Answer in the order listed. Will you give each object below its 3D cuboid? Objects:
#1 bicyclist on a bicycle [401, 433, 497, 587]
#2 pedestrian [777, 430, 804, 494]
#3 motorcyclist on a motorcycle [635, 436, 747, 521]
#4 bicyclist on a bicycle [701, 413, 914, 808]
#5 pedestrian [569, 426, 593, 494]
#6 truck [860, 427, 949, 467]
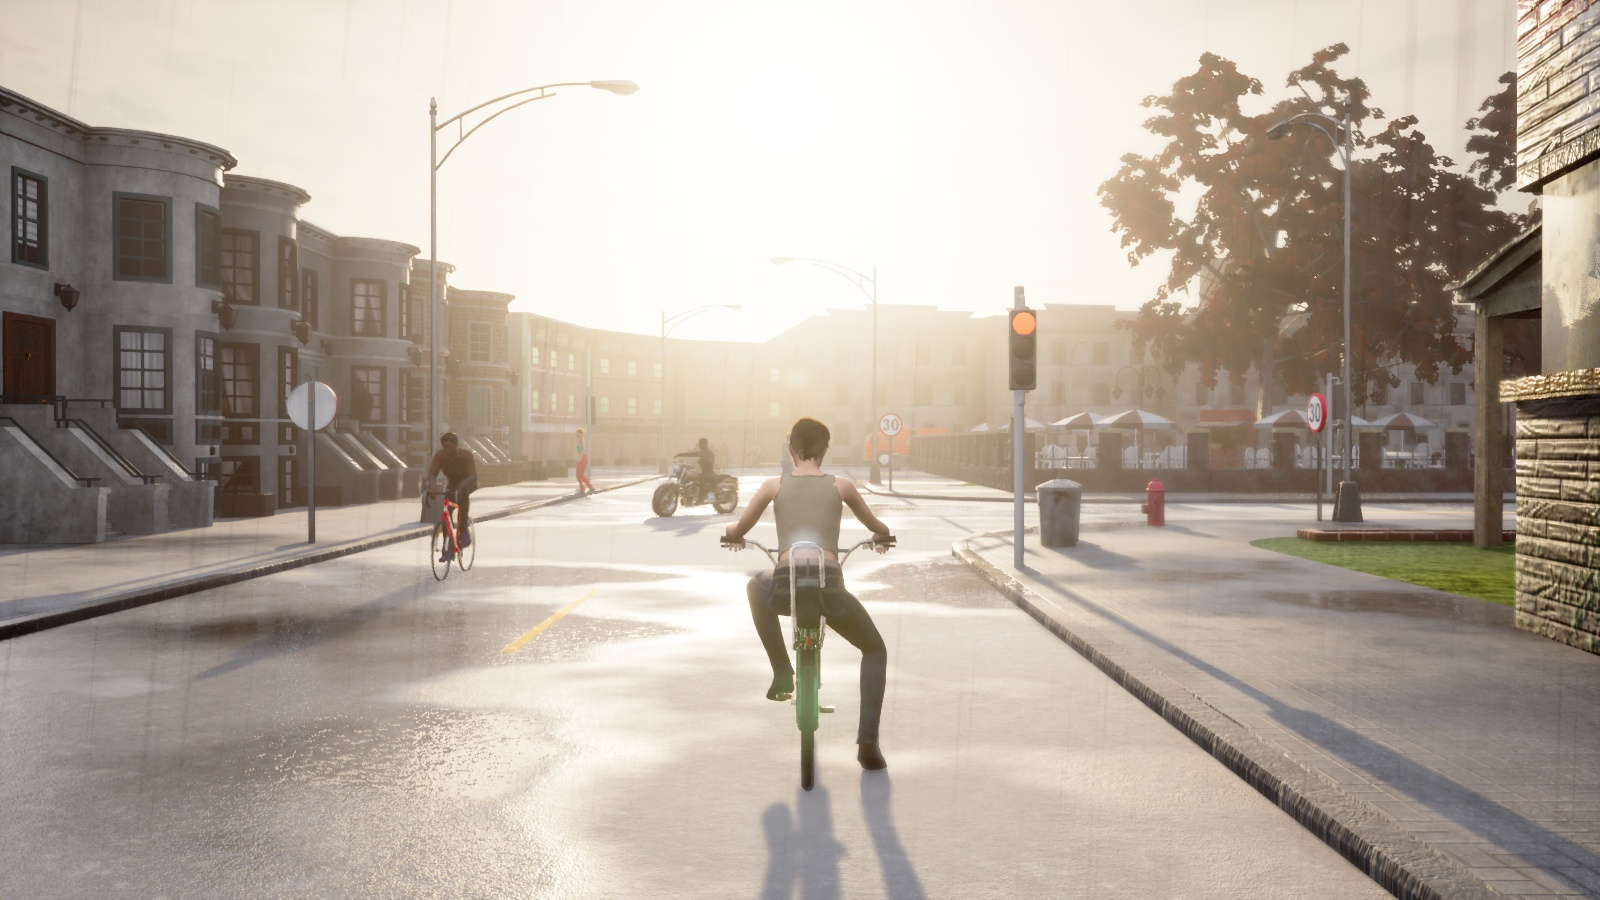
[{"bbox_3d":[-3.889,0.617,14.018,0.582,1.620,1.656,0,1,1],"label":"bicyclist on a bicycle"},{"bbox_3d":[-0.285,0.338,36.297,0.706,1.836,0.354,0,0,18],"label":"pedestrian"},{"bbox_3d":[-2.207,0.550,25.695,0.766,1.649,2.350,2,2,44],"label":"motorcyclist on a motorcycle"},{"bbox_3d":[0.037,0.650,5.875,0.866,1.612,1.509,0,0,0],"label":"bicyclist on a bicycle"},{"bbox_3d":[-5.936,0.263,34.082,0.594,1.836,0.345,0,0,-19],"label":"pedestrian"},{"bbox_3d":[6.441,-0.175,77.867,5.204,2.467,2.627,0,0,-2],"label":"truck"}]
